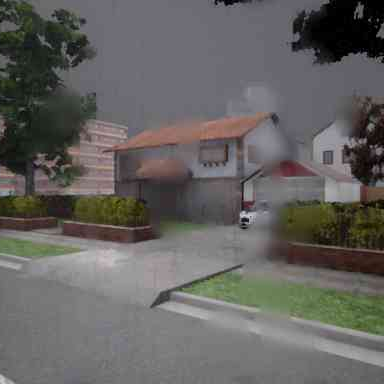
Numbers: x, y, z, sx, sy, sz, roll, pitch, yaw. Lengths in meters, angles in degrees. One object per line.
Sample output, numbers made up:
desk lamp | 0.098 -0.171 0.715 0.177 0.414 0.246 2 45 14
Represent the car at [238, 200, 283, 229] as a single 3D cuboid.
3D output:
car | 4.004 1.168 17.454 1.970 1.475 3.806 0 0 36
